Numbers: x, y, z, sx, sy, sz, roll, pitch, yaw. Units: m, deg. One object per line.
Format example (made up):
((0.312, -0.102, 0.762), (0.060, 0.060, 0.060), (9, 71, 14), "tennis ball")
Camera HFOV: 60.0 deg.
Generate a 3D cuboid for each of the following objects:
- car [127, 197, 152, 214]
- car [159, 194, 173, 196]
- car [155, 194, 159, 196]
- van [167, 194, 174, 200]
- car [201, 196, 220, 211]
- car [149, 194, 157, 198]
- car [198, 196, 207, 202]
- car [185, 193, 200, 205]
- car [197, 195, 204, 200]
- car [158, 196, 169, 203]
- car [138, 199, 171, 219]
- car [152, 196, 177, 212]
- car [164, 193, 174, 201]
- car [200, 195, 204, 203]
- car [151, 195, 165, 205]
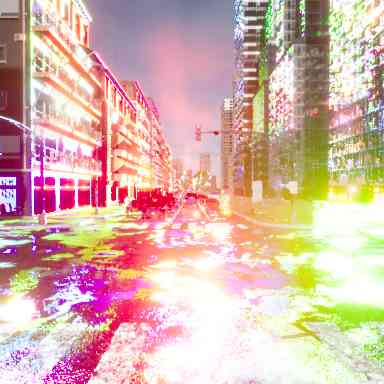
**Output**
((-5.807, 1.540, 35.384), (1.887, 1.381, 4.507), (-1, 0, 0), "car")
((-3.236, 1.488, 49.218), (2.128, 1.511, 4.902), (0, 0, 0), "car")
((-5.862, 1.312, 52.331), (2.192, 1.841, 5.009), (-1, 0, 0), "car")
((-5.981, 1.350, 91.872), (1.690, 1.788, 3.998), (-1, 0, 0), "van")
((2.522, 1.540, 41.115), (1.887, 1.381, 4.507), (-1, 0, 0), "car")
((-5.826, 1.436, 41.033), (1.967, 1.590, 4.097), (-1, 0, 0), "car")
((2.420, 1.548, 75.009), (1.887, 1.381, 4.507), (-1, 0, 0), "car")
((-0.080, 1.220, 59.640), (2.150, 2.045, 5.566), (0, 0, 0), "car")
((2.368, 1.535, 92.126), (1.752, 1.417, 4.829), (-1, 0, 0), "car")
((-5.910, 1.583, 69.278), (1.802, 1.307, 4.206), (-1, 0, 0), "car")
((-3.187, 1.560, 29.170), (1.994, 1.385, 4.181), (0, 0, 0), "car")
((-3.206, 1.560, 39.096), (1.994, 1.385, 4.181), (0, 0, 0), "car")
((-5.965, 1.322, 86.224), (2.192, 1.841, 5.009), (-1, 0, 0), "car")
((2.454, 1.551, 63.711), (2.008, 1.369, 4.403), (-1, 0, 0), "car")
((-5.877, 1.439, 57.979), (1.967, 1.590, 4.097), (-1, 0, 0), "car")
